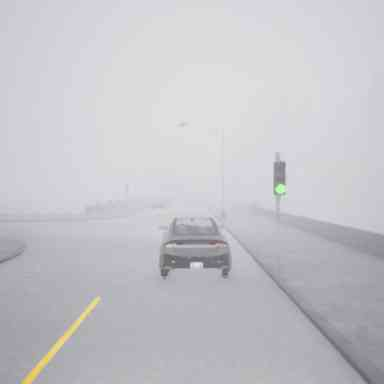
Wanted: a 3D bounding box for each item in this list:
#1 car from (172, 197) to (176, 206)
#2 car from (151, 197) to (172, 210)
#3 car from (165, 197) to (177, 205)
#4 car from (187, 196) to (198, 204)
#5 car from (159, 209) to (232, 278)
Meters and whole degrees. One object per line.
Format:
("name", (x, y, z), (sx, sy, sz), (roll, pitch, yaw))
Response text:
("car", (-4.060, 1.616, 52.599), (1.895, 1.301, 4.718), (0, 0, 0))
("car", (-4.089, 1.560, 42.934), (2.033, 1.411, 5.357), (0, 0, 0))
("car", (-3.989, 1.581, 62.417), (1.994, 1.385, 4.181), (0, 0, 0))
("car", (0.112, 1.544, 64.364), (1.812, 1.442, 4.674), (0, 0, 0))
("car", (0.008, 1.495, 10.197), (2.128, 1.511, 4.902), (0, 0, -2))
